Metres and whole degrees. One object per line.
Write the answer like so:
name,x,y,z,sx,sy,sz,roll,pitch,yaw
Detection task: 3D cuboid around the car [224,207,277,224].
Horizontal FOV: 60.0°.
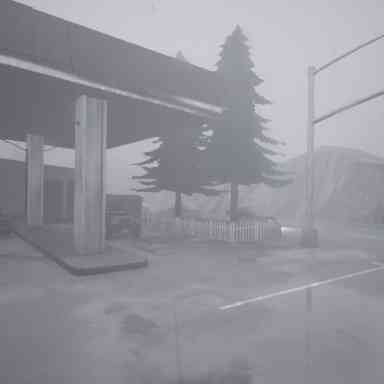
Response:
car,4.307,1.814,24.936,1.994,1.385,4.181,1,0,-35

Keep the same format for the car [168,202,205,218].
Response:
car,-0.605,1.719,31.936,1.812,1.442,4.674,1,0,-35

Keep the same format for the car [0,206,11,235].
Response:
car,-11.544,1.522,18.557,2.242,1.667,4.611,1,0,-36

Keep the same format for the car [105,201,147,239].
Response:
car,-4.413,1.446,18.345,1.905,1.878,3.866,1,0,-36

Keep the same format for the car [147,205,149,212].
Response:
car,-7.001,1.643,41.030,1.812,1.442,4.674,1,0,-35
